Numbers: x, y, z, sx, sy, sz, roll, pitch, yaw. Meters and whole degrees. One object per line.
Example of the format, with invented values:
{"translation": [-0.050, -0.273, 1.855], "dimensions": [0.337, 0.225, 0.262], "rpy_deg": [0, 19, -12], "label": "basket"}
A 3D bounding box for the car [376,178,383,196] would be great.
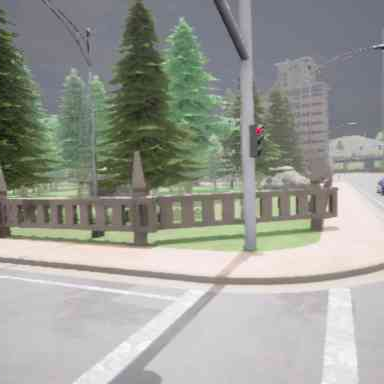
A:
{"translation": [16.976, -0.517, 28.323], "dimensions": [1.882, 1.535, 5.008], "rpy_deg": [-1, 3, 23], "label": "car"}
